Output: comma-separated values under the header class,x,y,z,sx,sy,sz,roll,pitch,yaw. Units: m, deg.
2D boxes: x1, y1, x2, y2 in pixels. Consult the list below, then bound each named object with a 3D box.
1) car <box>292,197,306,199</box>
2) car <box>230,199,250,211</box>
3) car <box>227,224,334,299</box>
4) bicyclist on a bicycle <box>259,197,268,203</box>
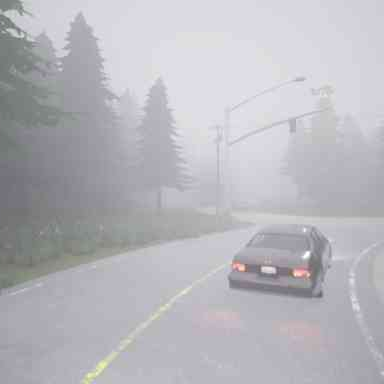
class,x,y,z,sx,sy,sz,roll,pitch,yaw
car,22.278,1.493,68.212,4.902,1.511,2.128,0,0,-40
car,5.550,1.562,39.749,1.994,1.385,4.181,0,0,-4
car,2.536,1.541,8.644,2.033,1.411,5.357,0,0,25
bicyclist on a bicycle,8.680,1.450,40.159,1.656,1.620,0.582,0,0,-1
